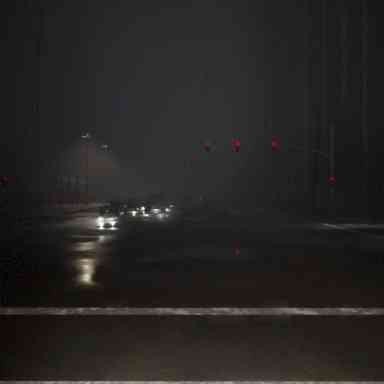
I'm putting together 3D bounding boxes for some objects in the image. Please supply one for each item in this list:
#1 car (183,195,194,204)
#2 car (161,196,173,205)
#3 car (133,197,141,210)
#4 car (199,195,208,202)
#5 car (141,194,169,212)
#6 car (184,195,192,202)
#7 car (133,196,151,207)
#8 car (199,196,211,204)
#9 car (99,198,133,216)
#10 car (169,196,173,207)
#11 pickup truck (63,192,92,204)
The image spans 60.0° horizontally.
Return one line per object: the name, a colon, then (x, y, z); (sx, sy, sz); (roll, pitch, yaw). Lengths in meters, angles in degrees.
car: (-0.741, 1.352, 65.389); (2.097, 1.767, 4.553); (0, 0, -1)
car: (-4.352, 1.478, 58.895); (1.882, 1.535, 5.008); (0, 0, 0)
car: (-7.714, 1.478, 42.178); (1.882, 1.535, 5.008); (0, 0, -1)
car: (2.564, 1.524, 75.187); (1.812, 1.442, 4.674); (0, 0, -1)
car: (-4.176, 1.221, 38.508); (2.150, 2.045, 5.566); (0, 0, -1)
car: (-0.938, 1.478, 75.392); (1.882, 1.535, 5.008); (0, 0, -1)
car: (-7.809, 1.491, 52.562); (2.128, 1.511, 4.902); (0, 0, -1)
car: (2.765, 1.491, 64.803); (2.128, 1.511, 4.902); (0, 0, -1)
car: (-7.696, 1.491, 32.875); (2.128, 1.511, 4.902); (0, 0, 2)
car: (-4.268, 1.601, 48.455); (1.895, 1.301, 4.718); (0, 0, -1)
pickup truck: (-20.910, 1.059, 60.027); (2.390, 2.098, 6.274); (0, 0, 30)
